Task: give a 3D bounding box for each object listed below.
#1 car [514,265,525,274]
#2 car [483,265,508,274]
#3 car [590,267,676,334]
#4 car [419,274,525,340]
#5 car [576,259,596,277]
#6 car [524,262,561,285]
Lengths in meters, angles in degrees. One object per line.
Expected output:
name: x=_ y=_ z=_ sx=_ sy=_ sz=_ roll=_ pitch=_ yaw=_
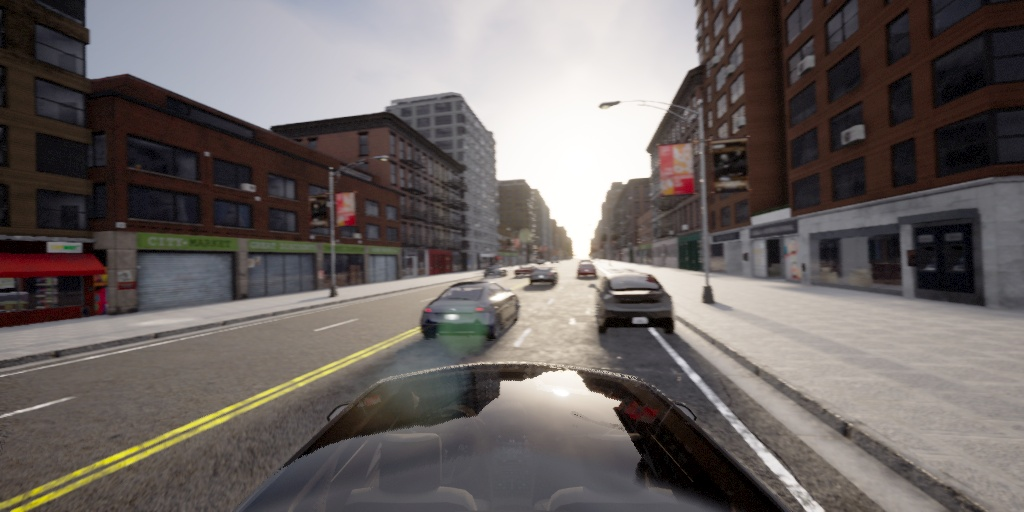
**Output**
car: x=1.451 y=1.616 z=39.650 sx=1.895 sy=1.301 sz=4.718 roll=-2 pitch=0 yaw=12
car: x=-1.809 y=1.688 z=39.914 sx=1.994 sy=1.385 sz=4.181 roll=-2 pitch=-1 yaw=12
car: x=3.358 y=1.215 z=10.445 sx=1.837 sy=1.490 sz=4.892 roll=-2 pitch=0 yaw=12
car: x=-1.015 y=1.417 z=10.450 sx=1.994 sy=1.385 sz=4.181 roll=-2 pitch=0 yaw=12
car: x=7.475 y=1.350 z=35.915 sx=1.994 sy=1.385 sz=4.181 roll=-2 pitch=0 yaw=12
car: x=2.490 y=1.443 z=27.543 sx=1.994 sy=1.385 sz=4.181 roll=-2 pitch=0 yaw=12
